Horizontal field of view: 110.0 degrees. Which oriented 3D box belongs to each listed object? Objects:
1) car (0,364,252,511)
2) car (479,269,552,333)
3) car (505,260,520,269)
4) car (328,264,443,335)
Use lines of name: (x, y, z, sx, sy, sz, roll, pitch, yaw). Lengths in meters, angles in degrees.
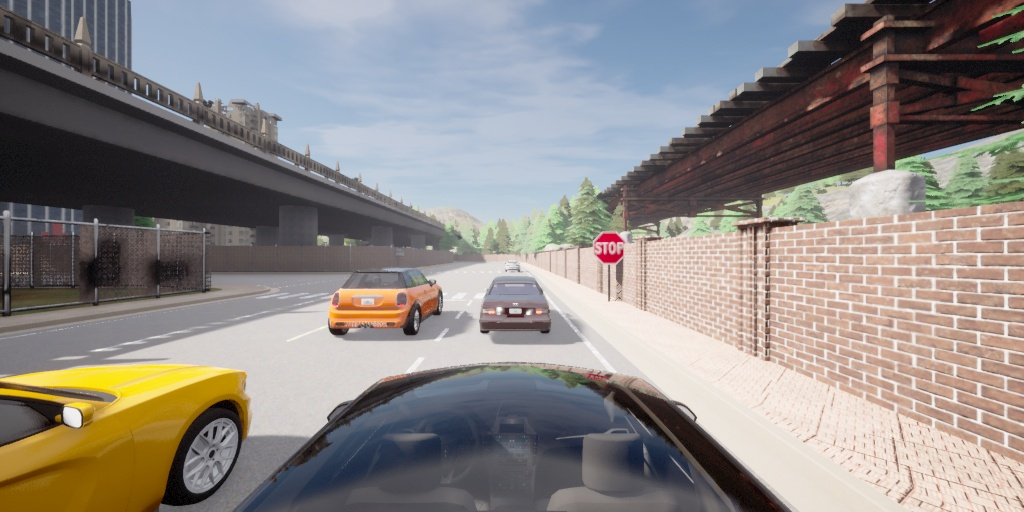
car: (-3.398, 1.228, 1.366, 1.882, 1.535, 5.008, 0, 0, 0)
car: (0.076, 1.297, 10.647, 2.033, 1.411, 5.357, 0, 0, 0)
car: (0.074, 1.276, 45.516, 1.812, 1.442, 4.674, 0, 0, -1)
car: (-3.425, 1.102, 10.623, 2.097, 1.767, 4.553, 0, 0, 0)
